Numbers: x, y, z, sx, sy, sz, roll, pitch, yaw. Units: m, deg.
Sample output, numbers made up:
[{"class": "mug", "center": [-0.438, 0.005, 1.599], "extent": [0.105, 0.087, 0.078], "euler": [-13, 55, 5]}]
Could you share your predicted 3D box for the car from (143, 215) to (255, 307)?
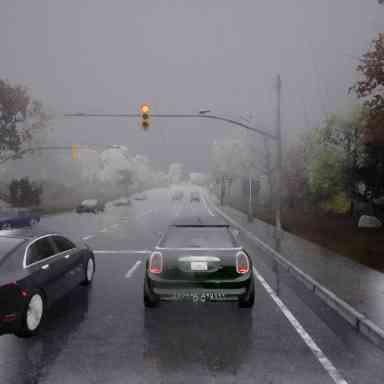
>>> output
[{"class": "car", "center": [0.143, 1.352, 8.127], "extent": [2.097, 1.767, 4.553], "euler": [0, 0, 0]}]

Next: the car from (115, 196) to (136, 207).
[{"class": "car", "center": [-10.204, 1.560, 49.730], "extent": [1.994, 1.385, 4.181], "euler": [0, 0, 1]}]

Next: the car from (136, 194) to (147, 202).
[{"class": "car", "center": [-10.006, 1.037, 65.307], "extent": [2.033, 1.411, 5.357], "euler": [0, 3, 1]}]

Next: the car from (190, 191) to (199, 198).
[{"class": "car", "center": [0.609, 0.516, 75.150], "extent": [2.033, 1.411, 5.357], "euler": [0, 3, 1]}]

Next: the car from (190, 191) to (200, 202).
[{"class": "car", "center": [0.610, 1.102, 63.946], "extent": [2.033, 1.411, 5.357], "euler": [0, 3, 1]}]

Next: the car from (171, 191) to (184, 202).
[{"class": "car", "center": [-2.984, 1.070, 64.608], "extent": [2.033, 1.411, 5.357], "euler": [0, 3, 1]}]

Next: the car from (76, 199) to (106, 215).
[{"class": "car", "center": [-10.348, 1.478, 34.320], "extent": [1.882, 1.535, 5.008], "euler": [0, 0, 1]}]

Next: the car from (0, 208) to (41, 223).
[{"class": "car", "center": [-10.486, 1.601, 18.769], "extent": [1.895, 1.301, 4.718], "euler": [0, 0, 1]}]

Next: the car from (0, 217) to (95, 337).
[{"class": "car", "center": [-3.377, 1.505, 6.627], "extent": [1.837, 1.490, 4.892], "euler": [0, 0, 0]}]
